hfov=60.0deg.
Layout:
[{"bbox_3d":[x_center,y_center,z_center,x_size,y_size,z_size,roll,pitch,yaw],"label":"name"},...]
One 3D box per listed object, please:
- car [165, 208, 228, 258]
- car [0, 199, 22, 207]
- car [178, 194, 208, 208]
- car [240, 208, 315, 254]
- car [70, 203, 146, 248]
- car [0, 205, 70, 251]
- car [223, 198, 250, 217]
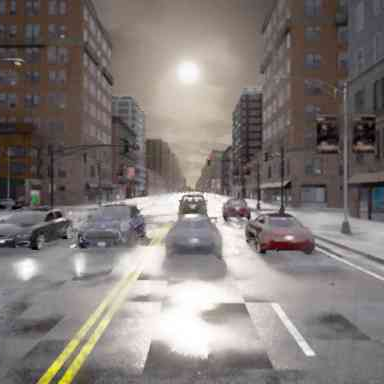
[{"bbox_3d":[0.080,1.530,12.645,1.994,1.385,4.181,0,0,0],"label":"car"},{"bbox_3d":[-22.072,1.479,38.653,4.313,1.339,1.947,0,0,0],"label":"car"},{"bbox_3d":[0.086,1.156,25.926,2.150,2.045,5.566,0,0,1],"label":"car"},{"bbox_3d":[3.335,1.528,13.331,1.994,1.385,4.181,0,0,0],"label":"car"},{"bbox_3d":[-3.300,1.313,14.445,2.097,1.767,4.553,0,0,0],"label":"car"},{"bbox_3d":[-6.551,1.470,13.939,1.837,1.490,4.892,0,0,0],"label":"car"},{"bbox_3d":[3.595,1.281,26.896,2.097,1.767,4.553,0,0,6],"label":"car"}]
